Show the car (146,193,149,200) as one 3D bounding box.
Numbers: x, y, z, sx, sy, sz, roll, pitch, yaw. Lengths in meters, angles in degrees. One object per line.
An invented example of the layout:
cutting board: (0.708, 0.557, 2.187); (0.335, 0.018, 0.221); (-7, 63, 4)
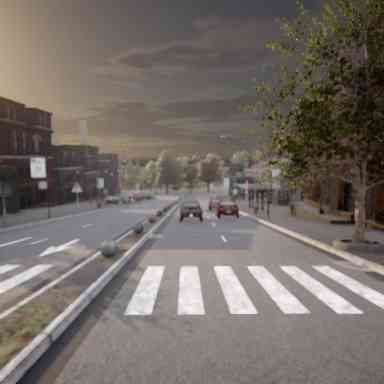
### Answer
car: (-14.457, 1.270, 83.412); (5.566, 2.045, 2.435); (-1, 0, -20)

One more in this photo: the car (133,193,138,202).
car: (-14.508, 1.521, 68.126); (5.366, 1.575, 1.946); (-1, 0, -20)

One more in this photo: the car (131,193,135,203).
car: (-14.341, 1.553, 65.132); (4.792, 1.488, 2.163); (-1, 0, -20)

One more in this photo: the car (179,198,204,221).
car: (-0.054, 1.557, 28.055); (1.837, 1.490, 4.892); (0, 0, 0)

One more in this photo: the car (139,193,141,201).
car: (-14.343, 1.396, 74.295); (4.553, 1.767, 2.185); (-1, 0, -20)

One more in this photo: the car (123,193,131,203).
car: (-14.321, 1.399, 62.089); (4.553, 1.767, 2.185); (-1, 0, -20)

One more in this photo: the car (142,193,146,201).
car: (-14.405, 1.523, 80.381); (4.892, 1.521, 2.231); (-1, 0, -20)

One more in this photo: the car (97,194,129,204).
car: (-14.249, 1.527, 59.047); (4.892, 1.521, 2.231); (-1, 0, -21)

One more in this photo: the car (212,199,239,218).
car: (3.173, 1.536, 30.926); (1.882, 1.535, 5.008); (0, -1, 0)

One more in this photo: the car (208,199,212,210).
car: (3.130, 1.598, 44.182); (1.812, 1.442, 4.674); (0, 0, 0)
